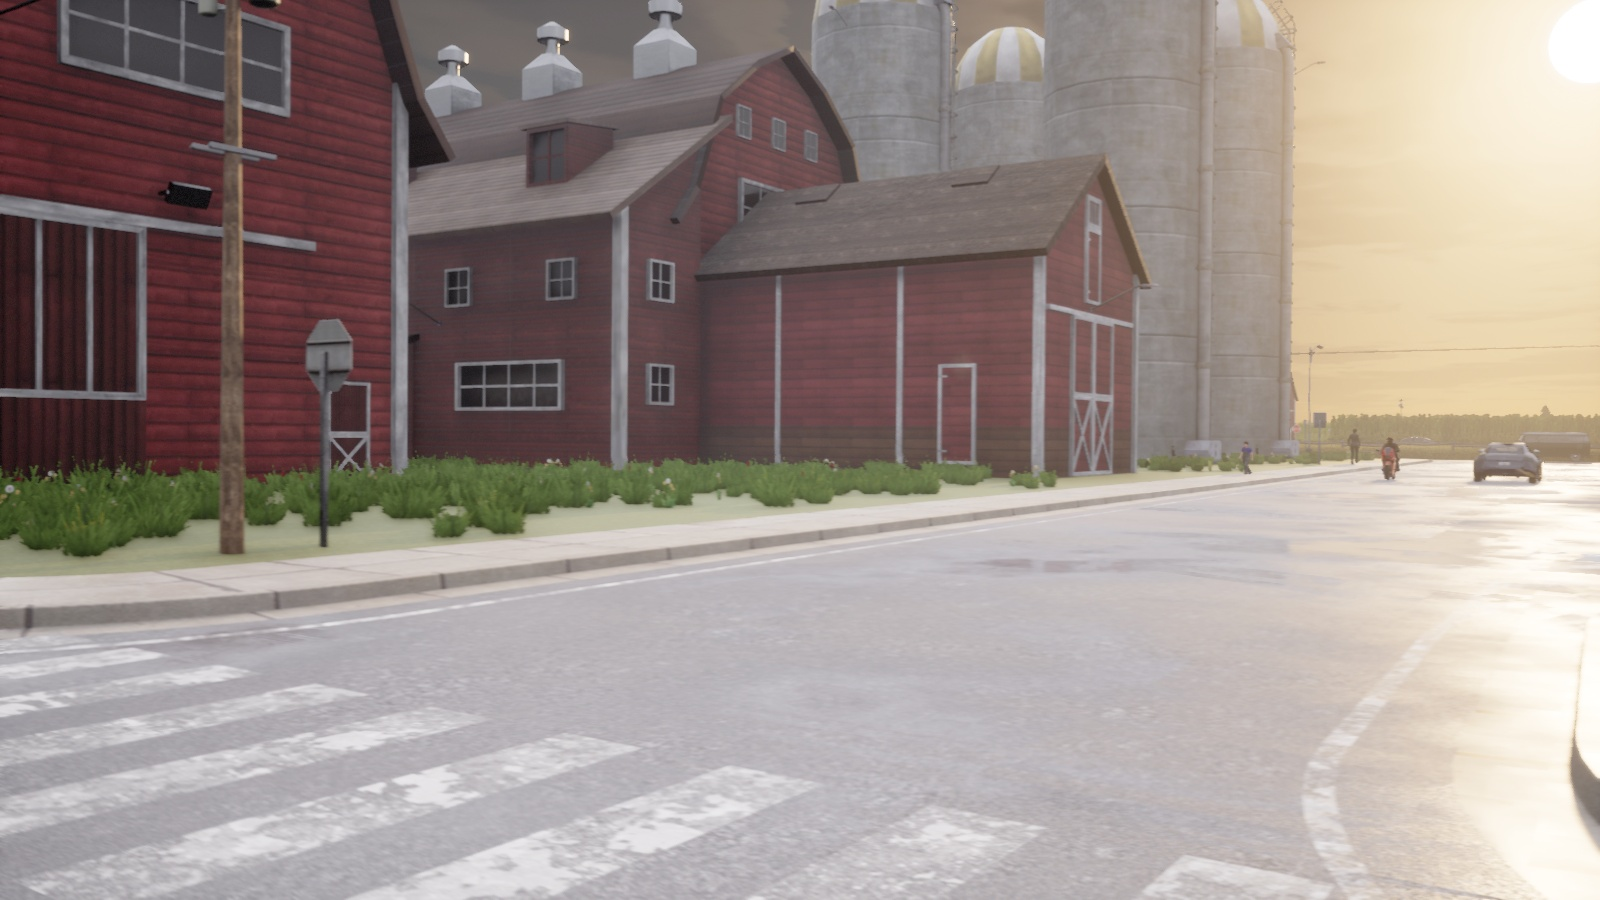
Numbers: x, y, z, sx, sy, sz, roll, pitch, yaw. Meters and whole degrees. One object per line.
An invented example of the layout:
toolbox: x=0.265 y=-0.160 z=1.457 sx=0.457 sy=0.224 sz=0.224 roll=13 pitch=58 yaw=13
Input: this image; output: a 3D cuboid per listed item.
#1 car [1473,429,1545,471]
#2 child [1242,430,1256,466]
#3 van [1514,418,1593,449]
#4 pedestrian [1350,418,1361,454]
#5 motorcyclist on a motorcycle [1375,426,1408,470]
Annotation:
car: x=25.067 y=-0.035 z=44.357 sx=1.994 sy=1.385 sz=4.181 roll=0 pitch=1 yaw=33
child: x=15.902 y=-0.076 z=44.498 sx=0.437 sy=1.263 sz=0.270 roll=-1 pitch=1 yaw=-39
van: x=49.943 y=-1.100 z=83.256 sx=4.442 sy=1.987 sz=1.775 roll=0 pitch=1 yaw=33
pedestrian: x=27.746 y=-0.712 z=62.722 sx=0.328 sy=1.805 sz=0.869 roll=0 pitch=1 yaw=36
motorcyclist on a motorcycle: x=20.848 y=-0.074 z=44.257 sx=0.797 sy=1.523 sz=2.044 roll=0 pitch=1 yaw=33
